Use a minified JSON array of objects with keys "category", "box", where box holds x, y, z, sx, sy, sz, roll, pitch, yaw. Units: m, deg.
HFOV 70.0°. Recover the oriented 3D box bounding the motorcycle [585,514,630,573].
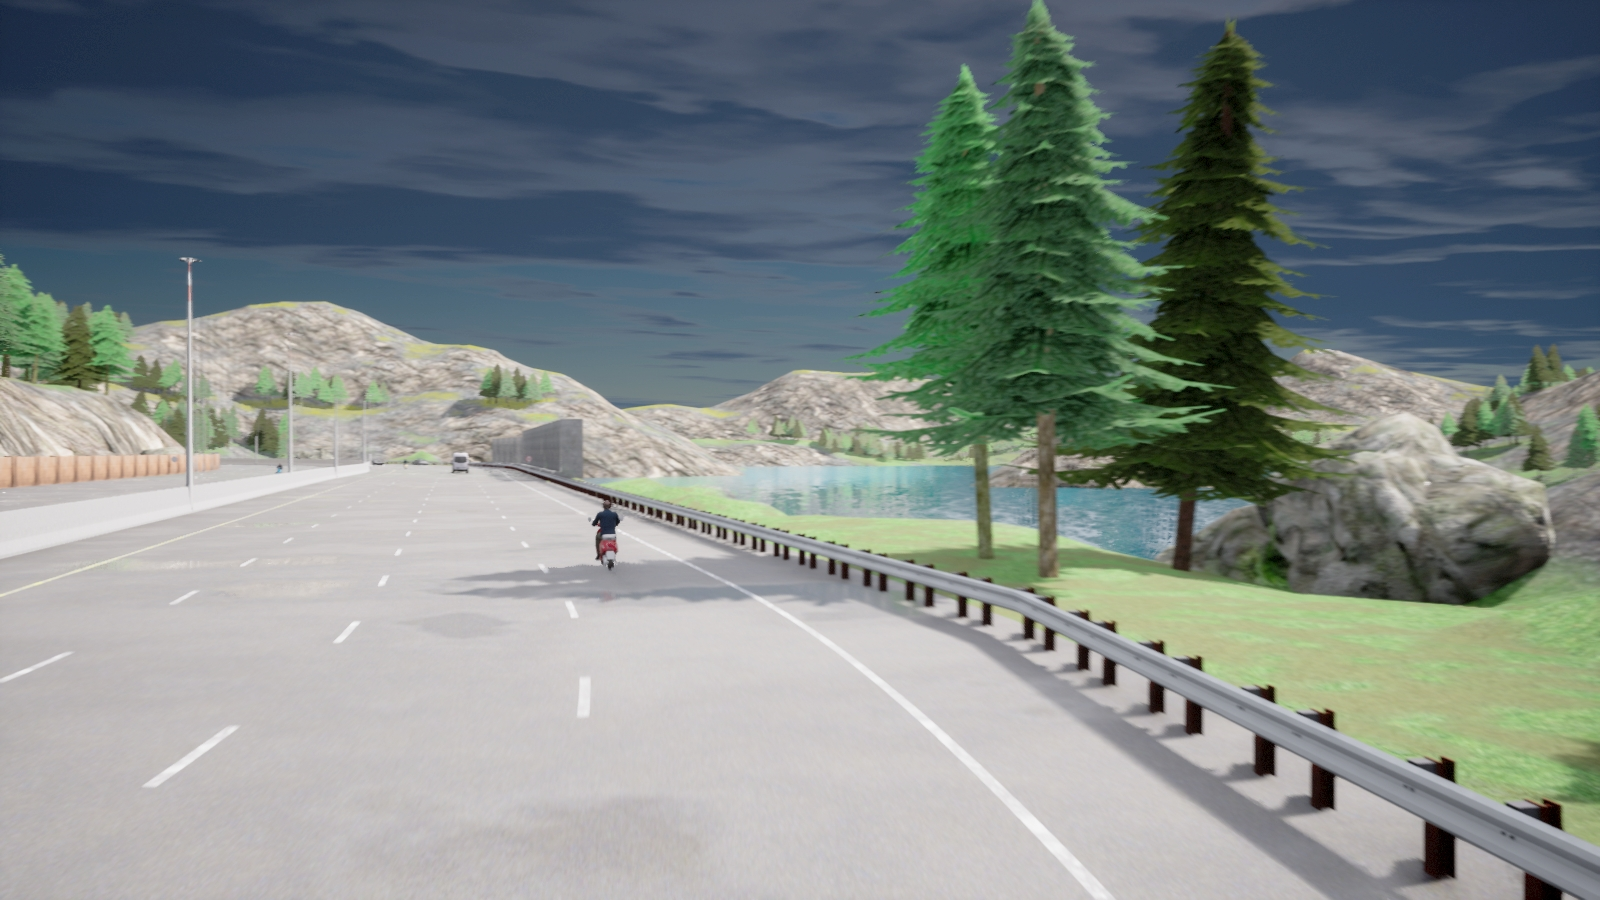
[{"category":"motorcycle","box":[-4.593,2.196,27.180,0.856,1.236,1.805,-1,0,-15]}]
